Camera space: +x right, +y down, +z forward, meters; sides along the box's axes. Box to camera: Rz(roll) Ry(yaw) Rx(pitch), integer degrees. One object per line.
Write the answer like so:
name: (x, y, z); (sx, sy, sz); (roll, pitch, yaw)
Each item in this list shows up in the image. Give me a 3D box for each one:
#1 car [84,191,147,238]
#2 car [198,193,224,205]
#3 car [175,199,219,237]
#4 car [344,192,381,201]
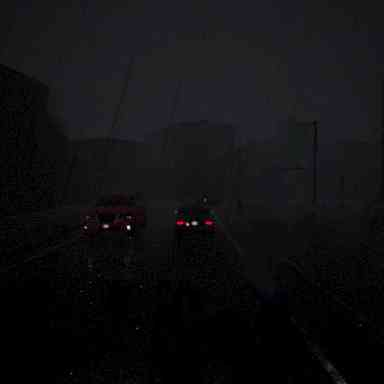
car: (-3.591, 0.998, 16.633); (2.150, 2.045, 5.566); (0, 2, 0)
car: (2.065, 0.778, 36.279); (1.994, 1.385, 4.181); (1, 2, 20)
car: (0.105, 1.322, 16.707); (2.033, 1.411, 5.357); (0, 2, 0)
car: (27.488, 0.709, 53.468); (5.357, 1.411, 2.033); (2, 2, 0)
